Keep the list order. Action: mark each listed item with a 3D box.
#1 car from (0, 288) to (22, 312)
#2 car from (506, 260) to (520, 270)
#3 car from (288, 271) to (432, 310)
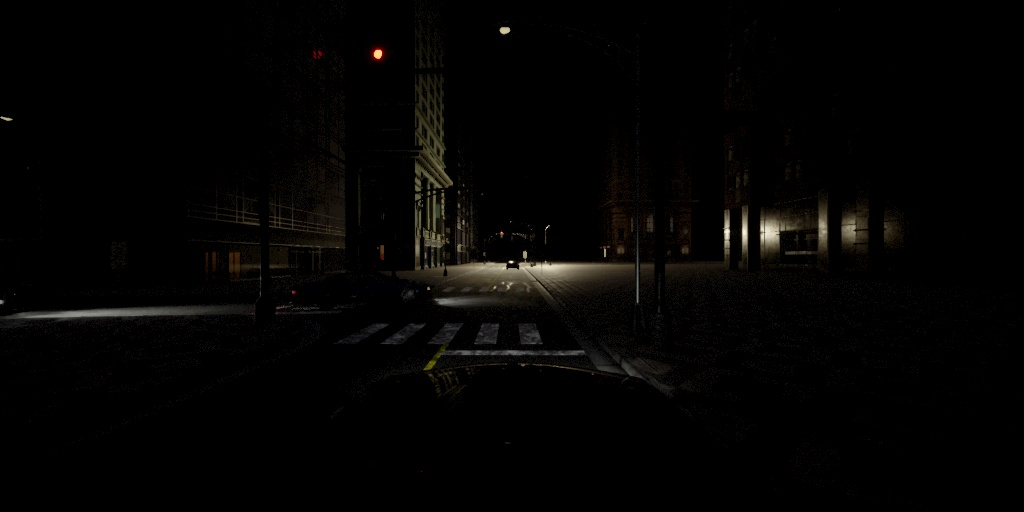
[{"bbox_3d":[-22.075,1.554,13.739,4.902,1.511,2.128,-1,0,0],"label":"car"},{"bbox_3d":[0.121,1.325,53.391,1.994,1.385,4.181,0,0,0],"label":"car"},{"bbox_3d":[-6.119,1.340,14.937,5.357,1.411,2.033,-1,0,-18],"label":"car"}]
